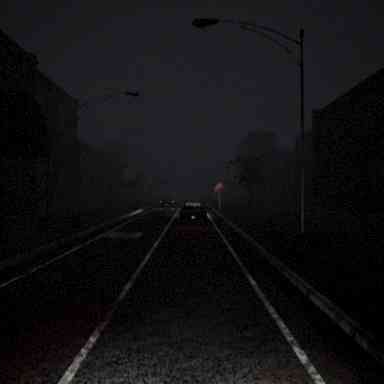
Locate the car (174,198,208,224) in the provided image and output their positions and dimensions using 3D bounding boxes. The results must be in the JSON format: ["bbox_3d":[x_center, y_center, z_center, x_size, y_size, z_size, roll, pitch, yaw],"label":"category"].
[{"bbox_3d":[0.086,1.391,23.582,2.128,1.511,4.902,0,0,0],"label":"car"}]

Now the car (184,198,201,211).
[{"bbox_3d":[0.087,1.390,39.538,1.895,1.301,4.718,1,1,0],"label":"car"}]

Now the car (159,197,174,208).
[{"bbox_3d":[-3.112,1.335,42.542,1.895,1.301,4.718,0,-1,0],"label":"car"}]
